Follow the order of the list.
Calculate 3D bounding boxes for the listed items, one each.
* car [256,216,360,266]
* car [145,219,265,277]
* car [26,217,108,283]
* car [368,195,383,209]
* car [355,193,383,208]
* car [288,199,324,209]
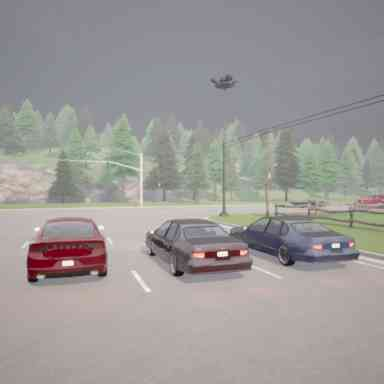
[{"bbox_3d":[3.172,1.547,11.644,2.033,1.411,5.357,0,0,-20],"label":"car"},{"bbox_3d":[-0.105,1.547,10.403,2.033,1.411,5.357,0,0,-20],"label":"car"},{"bbox_3d":[-3.648,1.477,9.932,1.882,1.535,5.008,0,0,-19],"label":"car"},{"bbox_3d":[25.520,1.491,42.348,4.902,1.511,2.128,0,0,-19],"label":"car"},{"bbox_3d":[25.188,1.221,45.937,5.566,2.045,2.150,0,0,-19],"label":"car"},{"bbox_3d":[15.904,1.600,46.435,4.718,1.301,1.895,0,0,-19],"label":"car"}]
